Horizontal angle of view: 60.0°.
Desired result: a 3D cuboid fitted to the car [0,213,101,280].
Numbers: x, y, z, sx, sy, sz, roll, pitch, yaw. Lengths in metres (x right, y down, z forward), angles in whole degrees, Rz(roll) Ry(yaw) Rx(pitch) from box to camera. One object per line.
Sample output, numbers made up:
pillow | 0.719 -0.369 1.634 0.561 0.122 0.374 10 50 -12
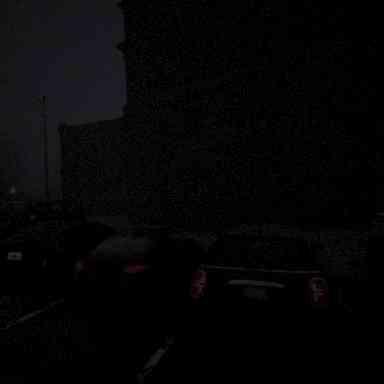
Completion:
car | -3.450 1.568 9.936 2.163 1.488 4.792 0 -1 16

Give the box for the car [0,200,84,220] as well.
car | -5.885 1.313 11.628 2.435 2.045 5.566 0 -1 16

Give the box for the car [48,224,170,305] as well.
car | -1.026 1.558 8.159 2.002 1.452 4.674 0 -1 16

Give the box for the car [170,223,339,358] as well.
car | 1.400 1.379 6.395 2.185 1.767 4.553 0 -1 16

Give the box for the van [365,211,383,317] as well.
van | 3.823 1.269 4.571 1.878 1.987 4.442 0 -1 16
